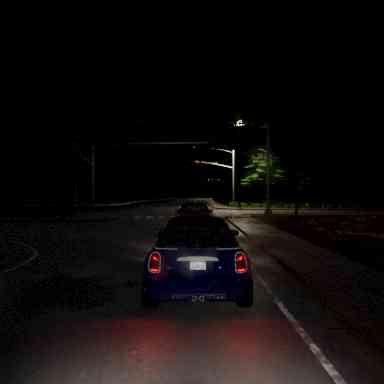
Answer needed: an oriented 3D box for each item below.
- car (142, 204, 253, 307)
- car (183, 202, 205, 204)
[{"bbox_3d":[0.106,1.347,8.116,2.097,1.767,4.553,0,0,0],"label":"car"},{"bbox_3d":[0.116,1.338,18.237,2.097,1.767,4.553,0,0,0],"label":"car"}]
